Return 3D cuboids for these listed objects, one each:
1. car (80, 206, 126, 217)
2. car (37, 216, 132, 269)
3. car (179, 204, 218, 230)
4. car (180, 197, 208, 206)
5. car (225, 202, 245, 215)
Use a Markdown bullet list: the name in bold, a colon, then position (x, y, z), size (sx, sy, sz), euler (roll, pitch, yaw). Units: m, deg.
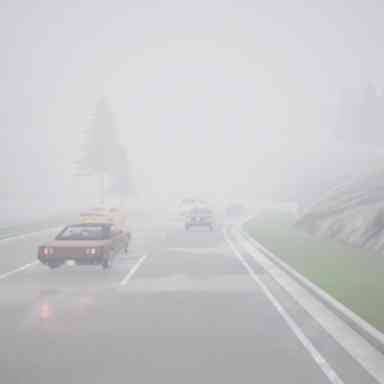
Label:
- **car**: position (-6.192, 1.715, 23.696), size (1.882, 1.535, 5.008), euler (0, -1, 7)
- **car**: position (-3.386, 1.717, 11.554), size (1.895, 1.301, 4.718), euler (0, -1, 0)
- **car**: position (0.706, 1.778, 23.111), size (2.033, 1.411, 5.357), euler (0, -1, 8)
- **car**: position (0.356, 1.575, 35.512), size (2.150, 2.045, 5.566), euler (0, -1, 16)
- **car**: position (5.145, 1.940, 39.496), size (2.033, 1.411, 5.357), euler (0, -1, 16)
